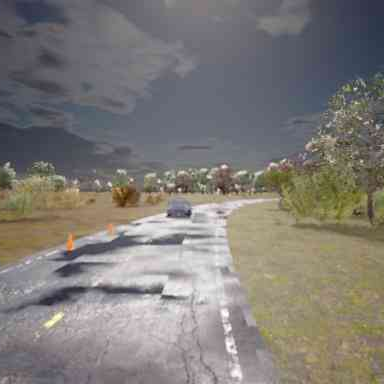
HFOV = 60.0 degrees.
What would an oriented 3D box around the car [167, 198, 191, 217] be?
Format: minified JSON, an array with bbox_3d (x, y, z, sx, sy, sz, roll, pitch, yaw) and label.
[{"bbox_3d":[-1.192,1.349,30.901,2.097,1.767,4.553,0,0,-1],"label":"car"}]

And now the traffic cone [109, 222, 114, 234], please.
[{"bbox_3d":[-4.390,1.947,18.085,0.340,0.580,0.340,0,0,5],"label":"traffic cone"}]

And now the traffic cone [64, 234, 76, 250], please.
[{"bbox_3d":[-4.767,1.946,13.038,0.340,0.580,0.340,0,0,4],"label":"traffic cone"}]
